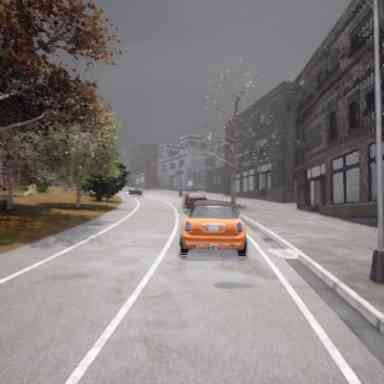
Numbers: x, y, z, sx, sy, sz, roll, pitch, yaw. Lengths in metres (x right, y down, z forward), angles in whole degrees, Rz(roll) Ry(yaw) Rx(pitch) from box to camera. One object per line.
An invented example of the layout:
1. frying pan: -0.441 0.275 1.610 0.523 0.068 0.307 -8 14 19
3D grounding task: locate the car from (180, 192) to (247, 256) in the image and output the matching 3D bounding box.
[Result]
1. car: 0.716 1.067 12.124 2.097 1.767 4.553 1 2 2

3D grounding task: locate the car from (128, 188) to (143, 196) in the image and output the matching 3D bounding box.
1. car: -9.550 -0.059 56.231 1.895 1.301 4.718 2 1 -19

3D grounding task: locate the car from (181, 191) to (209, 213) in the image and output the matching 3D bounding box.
1. car: 0.163 0.753 28.443 1.882 1.535 5.008 1 2 -6
